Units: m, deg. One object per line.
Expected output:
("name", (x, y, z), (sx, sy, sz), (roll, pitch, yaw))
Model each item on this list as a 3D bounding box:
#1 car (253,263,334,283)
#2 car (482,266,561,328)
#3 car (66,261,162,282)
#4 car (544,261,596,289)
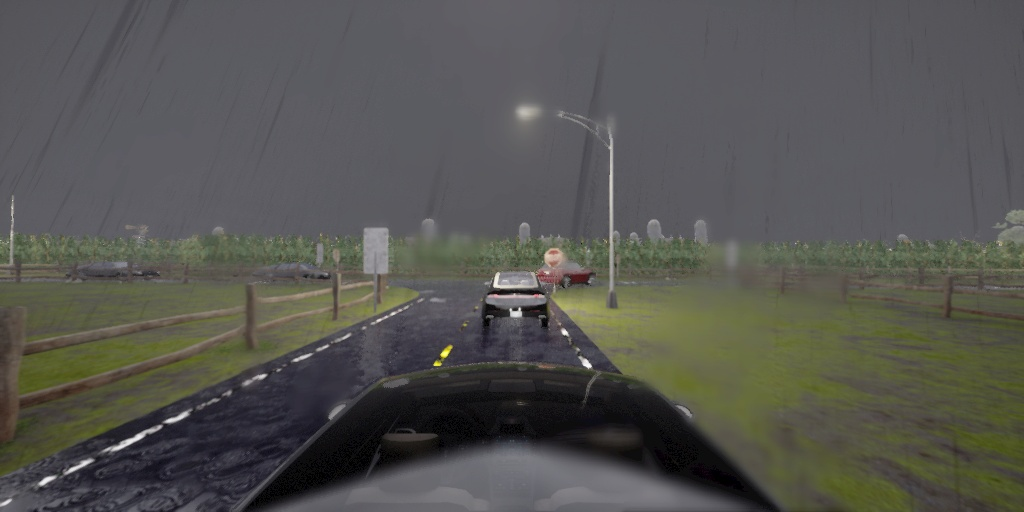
("car", (-15.494, 1.179, 25.845), (5.357, 1.411, 2.033), (0, -1, 0))
("car", (0.104, 1.244, 11.399), (2.128, 1.511, 4.902), (0, 0, 0))
("car", (-28.686, 1.092, 25.921), (5.357, 1.411, 2.033), (0, -1, 0))
("car", (3.645, 1.112, 23.599), (2.097, 1.767, 4.553), (0, -1, 42))
